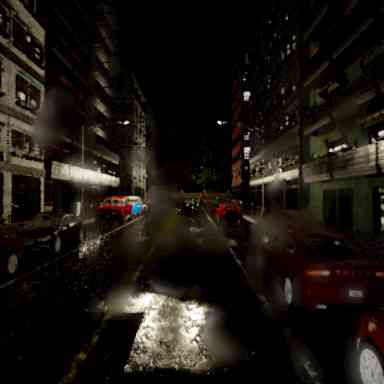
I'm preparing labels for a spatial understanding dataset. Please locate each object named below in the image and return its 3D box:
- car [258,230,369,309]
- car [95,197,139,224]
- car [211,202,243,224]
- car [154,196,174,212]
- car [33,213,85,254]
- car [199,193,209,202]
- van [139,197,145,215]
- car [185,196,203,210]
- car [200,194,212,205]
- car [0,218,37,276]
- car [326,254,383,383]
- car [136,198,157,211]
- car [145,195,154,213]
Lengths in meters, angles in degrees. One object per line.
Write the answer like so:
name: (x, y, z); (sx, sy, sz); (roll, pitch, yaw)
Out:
car: (2.702, 1.539, 7.716); (1.887, 1.381, 4.507); (1, 0, 0)
car: (-5.645, 1.297, 24.742); (2.192, 1.841, 5.009); (1, 0, 0)
car: (2.699, 1.527, 24.805); (1.887, 1.381, 4.507); (1, 0, 0)
car: (-3.102, 1.499, 38.053); (1.812, 1.442, 4.674); (0, 0, 0)
car: (-5.646, 1.541, 13.349); (2.008, 1.369, 4.403); (1, 0, 0)
car: (2.691, 1.265, 76.072); (2.192, 1.841, 5.009); (1, 0, 0)
van: (-5.646, 1.319, 30.438); (1.690, 1.788, 3.998); (1, 0, 0)
car: (0.092, 1.571, 42.156); (1.895, 1.301, 4.718); (0, 0, 0)
car: (2.691, 1.485, 59.153); (1.752, 1.417, 4.829); (1, 0, 0)
car: (-5.645, 1.539, 7.653); (1.887, 1.381, 4.507); (1, 0, 0)
car: (2.704, 1.543, 2.020); (1.887, 1.381, 4.507); (1, 0, 0)
car: (-5.653, 1.521, 41.831); (2.008, 1.369, 4.403); (1, 0, 0)
car: (-5.649, 1.415, 36.135); (1.967, 1.590, 4.097); (1, 0, 0)
